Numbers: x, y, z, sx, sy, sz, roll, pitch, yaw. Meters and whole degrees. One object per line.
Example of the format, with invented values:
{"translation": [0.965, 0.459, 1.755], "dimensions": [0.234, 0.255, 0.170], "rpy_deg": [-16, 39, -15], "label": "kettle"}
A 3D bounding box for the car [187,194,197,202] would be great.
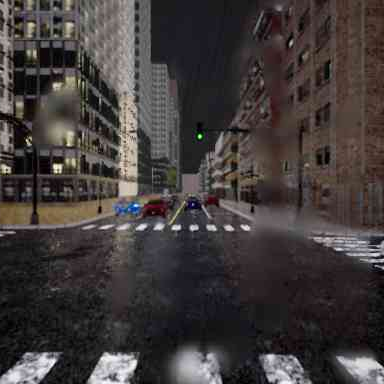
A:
{"translation": [0.027, 1.288, 68.494], "dimensions": [2.128, 1.511, 4.902], "rpy_deg": [0, 0, 0], "label": "car"}

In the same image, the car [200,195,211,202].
{"translation": [2.715, 1.328, 68.275], "dimensions": [2.008, 1.369, 4.403], "rpy_deg": [0, 0, 0], "label": "car"}

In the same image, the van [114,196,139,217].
{"translation": [-5.680, 1.238, 29.421], "dimensions": [1.690, 1.788, 3.998], "rpy_deg": [0, 0, 0], "label": "van"}

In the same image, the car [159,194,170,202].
{"translation": [-5.666, 1.218, 68.277], "dimensions": [1.967, 1.590, 4.097], "rpy_deg": [0, 0, 0], "label": "car"}

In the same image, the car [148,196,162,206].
{"translation": [-5.672, 1.353, 51.455], "dimensions": [1.752, 1.417, 4.829], "rpy_deg": [0, 0, 0], "label": "car"}

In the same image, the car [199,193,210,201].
{"translation": [2.717, 1.077, 73.825], "dimensions": [2.192, 1.841, 5.009], "rpy_deg": [0, 0, 0], "label": "car"}

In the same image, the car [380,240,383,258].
{"translation": [8.206, 1.678, 10.242], "dimensions": [4.674, 1.442, 1.812], "rpy_deg": [1, -1, -10], "label": "car"}

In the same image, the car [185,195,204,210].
{"translation": [0.115, 1.427, 40.221], "dimensions": [1.994, 1.385, 4.181], "rpy_deg": [0, 0, 0], "label": "car"}

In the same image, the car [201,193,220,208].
{"translation": [2.706, 1.159, 46.071], "dimensions": [2.192, 1.841, 5.009], "rpy_deg": [0, 0, 0], "label": "car"}

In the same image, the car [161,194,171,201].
{"translation": [-5.664, 1.288, 73.658], "dimensions": [1.752, 1.417, 4.829], "rpy_deg": [0, 0, 0], "label": "car"}

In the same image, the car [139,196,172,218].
{"translation": [-3.078, 1.377, 28.812], "dimensions": [1.882, 1.535, 5.008], "rpy_deg": [0, 0, 0], "label": "car"}

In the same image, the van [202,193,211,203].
{"translation": [2.712, 1.135, 62.724], "dimensions": [1.690, 1.788, 3.998], "rpy_deg": [0, 0, 0], "label": "van"}

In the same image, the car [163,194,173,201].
{"translation": [-5.661, 1.297, 79.380], "dimensions": [2.008, 1.369, 4.403], "rpy_deg": [0, 0, 0], "label": "car"}

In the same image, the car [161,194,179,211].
{"translation": [-3.067, 1.358, 39.090], "dimensions": [2.128, 1.511, 4.902], "rpy_deg": [0, 0, 0], "label": "car"}
